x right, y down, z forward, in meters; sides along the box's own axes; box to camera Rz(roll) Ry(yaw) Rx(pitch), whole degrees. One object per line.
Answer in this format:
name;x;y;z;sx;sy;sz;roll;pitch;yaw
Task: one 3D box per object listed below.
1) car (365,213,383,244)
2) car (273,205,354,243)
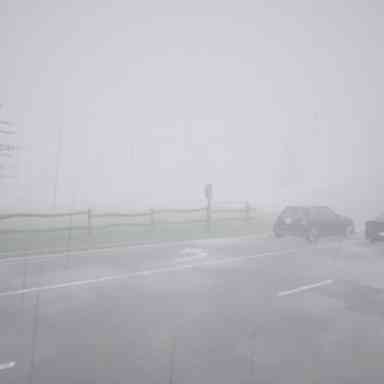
car;9.827;1.584;15.076;5.008;1.535;1.882;0;0;-35
car;6.255;1.446;16.897;4.553;1.767;2.097;1;0;-36
